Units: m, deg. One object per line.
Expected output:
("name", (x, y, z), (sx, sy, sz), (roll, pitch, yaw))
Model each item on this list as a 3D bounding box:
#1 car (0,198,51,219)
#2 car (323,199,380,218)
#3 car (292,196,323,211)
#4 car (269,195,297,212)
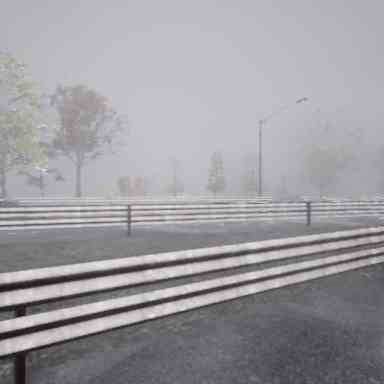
("car", (-11.070, 1.161, 19.934), (4.892, 1.490, 1.837), (0, 0, -24))
("car", (13.092, 1.286, 26.684), (4.181, 1.385, 1.994), (0, 0, -23))
("car", (11.497, 1.287, 29.810), (4.181, 1.385, 1.994), (0, 0, -23))
("car", (9.859, 1.075, 32.927), (4.553, 1.767, 2.097), (0, 0, -23))
